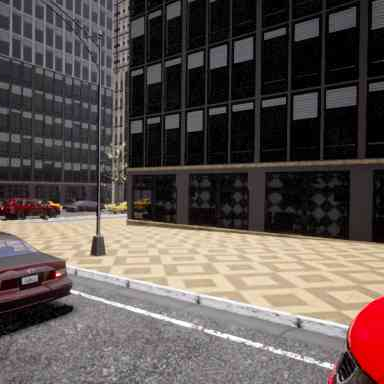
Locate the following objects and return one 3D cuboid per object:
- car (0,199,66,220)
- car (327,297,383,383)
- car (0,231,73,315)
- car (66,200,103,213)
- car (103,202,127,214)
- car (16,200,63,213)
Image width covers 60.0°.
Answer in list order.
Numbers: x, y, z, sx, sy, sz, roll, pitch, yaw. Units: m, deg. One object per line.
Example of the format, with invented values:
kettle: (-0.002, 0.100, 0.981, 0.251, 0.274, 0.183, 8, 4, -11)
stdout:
car: (-14.423, 1.519, 29.816, 2.192, 1.841, 5.009, 1, 0, 37)
car: (3.453, 1.222, 1.212, 5.566, 2.045, 2.150, 0, 0, 36)
car: (-4.818, 1.544, 7.137, 5.357, 1.411, 2.033, 0, 0, 35)
car: (-13.314, 1.744, 41.018, 2.033, 1.411, 5.357, 1, 0, 37)
car: (-7.603, 1.830, 39.010, 1.752, 1.417, 4.829, 1, 0, 37)
car: (-17.897, 1.643, 39.200, 1.752, 1.417, 4.829, 1, 0, 37)
